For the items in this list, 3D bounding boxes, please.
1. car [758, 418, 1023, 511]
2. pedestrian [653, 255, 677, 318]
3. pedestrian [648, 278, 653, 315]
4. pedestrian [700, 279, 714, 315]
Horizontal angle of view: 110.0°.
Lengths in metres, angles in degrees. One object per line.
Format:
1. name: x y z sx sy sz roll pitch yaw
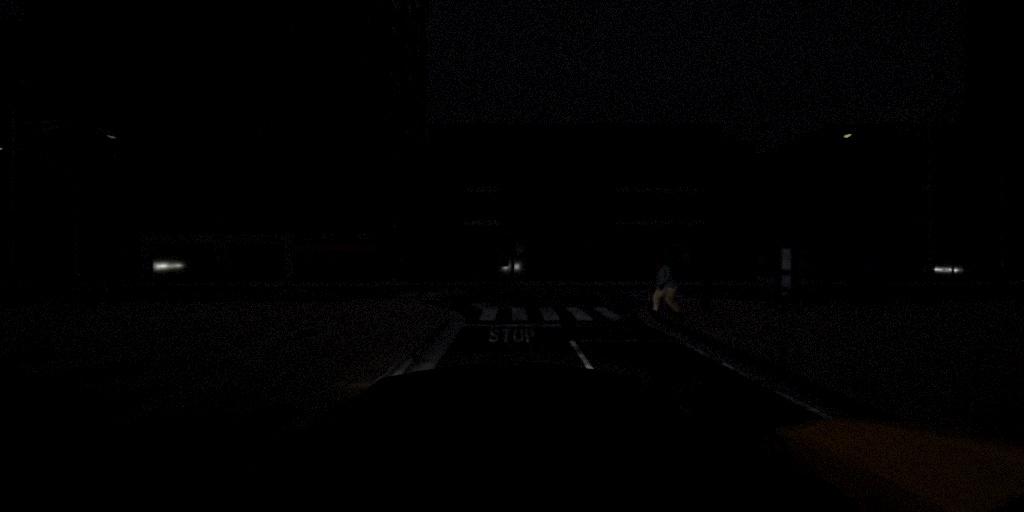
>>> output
1. car: 2.637 1.281 0.615 1.751 1.417 4.829 0 0 0
2. pedestrian: 4.413 0.848 10.331 0.375 1.860 0.375 0 0 0
3. pedestrian: 4.724 0.845 11.532 0.375 1.860 0.375 0 0 0
4. pedestrian: 5.991 1.228 10.929 0.500 1.100 0.500 0 0 0
